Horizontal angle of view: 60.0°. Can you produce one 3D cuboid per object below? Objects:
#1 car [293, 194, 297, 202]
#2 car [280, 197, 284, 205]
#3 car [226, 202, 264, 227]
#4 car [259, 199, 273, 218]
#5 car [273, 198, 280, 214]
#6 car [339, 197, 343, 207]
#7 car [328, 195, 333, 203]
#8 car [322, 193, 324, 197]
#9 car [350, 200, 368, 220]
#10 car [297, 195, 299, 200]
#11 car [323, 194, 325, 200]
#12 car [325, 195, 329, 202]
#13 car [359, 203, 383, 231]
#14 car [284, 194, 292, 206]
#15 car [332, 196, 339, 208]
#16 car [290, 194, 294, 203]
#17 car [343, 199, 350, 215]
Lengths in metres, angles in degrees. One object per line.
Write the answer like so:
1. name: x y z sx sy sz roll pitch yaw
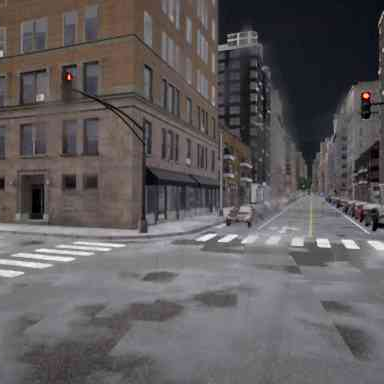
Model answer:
1. car: 20.405 1.546 69.656 1.947 1.339 4.313 1 0 20
2. car: 9.157 1.538 38.445 1.887 1.381 4.507 1 0 20
3. car: 3.533 1.579 22.839 1.802 1.307 4.206 1 0 20
4. car: 5.407 1.561 28.041 1.947 1.339 4.313 1 0 20
5. car: 7.282 1.545 33.243 2.008 1.369 4.403 1 0 20
6. car: 17.180 1.539 35.562 1.887 1.381 4.507 1 0 20
7. car: 24.681 1.538 56.375 2.008 1.369 4.403 1 0 20
8. car: 34.057 1.415 82.390 1.967 1.590 4.097 1 0 20
9. car: 13.430 1.542 25.156 1.887 1.381 4.507 1 0 20
10. car: 22.282 1.293 74.857 2.192 1.841 5.009 1 0 20
11. car: 32.181 1.542 77.188 1.947 1.339 4.313 1 0 20
12. car: 28.431 1.548 66.781 1.947 1.339 4.313 1 0 20
13. car: 11.555 1.564 19.953 1.947 1.339 4.313 1 0 20
14. car: 14.724 1.513 53.890 1.752 1.417 4.829 1 0 20
15. car: 20.930 1.557 45.969 1.947 1.339 4.313 1 0 20
16. car: 16.655 1.551 59.252 1.947 1.339 4.313 1 0 20
17. car: 15.305 1.547 30.359 2.008 1.369 4.403 1 0 20
